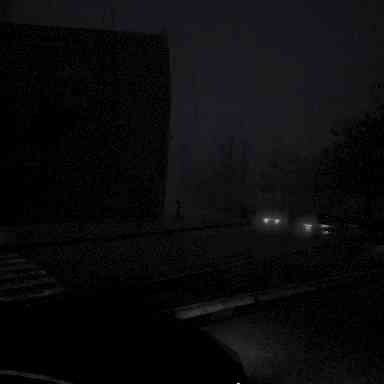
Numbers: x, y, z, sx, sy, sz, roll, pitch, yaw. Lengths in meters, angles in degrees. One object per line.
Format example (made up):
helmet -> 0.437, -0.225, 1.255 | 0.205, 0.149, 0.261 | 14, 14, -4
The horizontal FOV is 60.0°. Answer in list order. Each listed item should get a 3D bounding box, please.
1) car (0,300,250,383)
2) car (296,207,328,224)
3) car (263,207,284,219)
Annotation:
car -> -1.737, 1.504, 2.050 | 4.892, 1.490, 1.837 | 0, 0, -35
car -> 11.508, 2.222, 32.110 | 1.882, 1.535, 5.008 | 2, -2, 4
car -> 9.777, 2.487, 39.546 | 1.994, 1.385, 4.181 | 2, -2, 23
